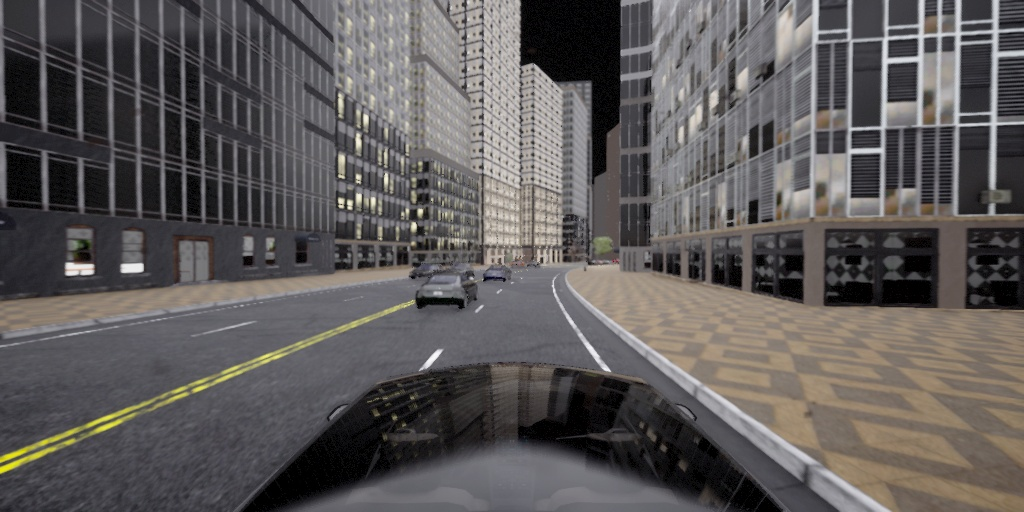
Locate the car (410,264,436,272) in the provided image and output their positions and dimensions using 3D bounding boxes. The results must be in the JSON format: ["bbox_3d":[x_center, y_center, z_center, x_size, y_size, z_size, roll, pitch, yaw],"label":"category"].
[{"bbox_3d":[-7.671,1.429,33.065,2.033,1.411,5.357,0,0,8],"label":"car"}]

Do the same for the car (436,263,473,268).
[{"bbox_3d":[-4.587,1.378,31.358,2.128,1.511,4.902,0,0,8],"label":"car"}]

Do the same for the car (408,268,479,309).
[{"bbox_3d":[-2.648,1.374,15.400,1.994,1.385,4.181,0,0,3],"label":"car"}]

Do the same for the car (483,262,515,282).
[{"bbox_3d":[-1.179,1.462,30.858,1.994,1.385,4.181,0,0,7],"label":"car"}]
